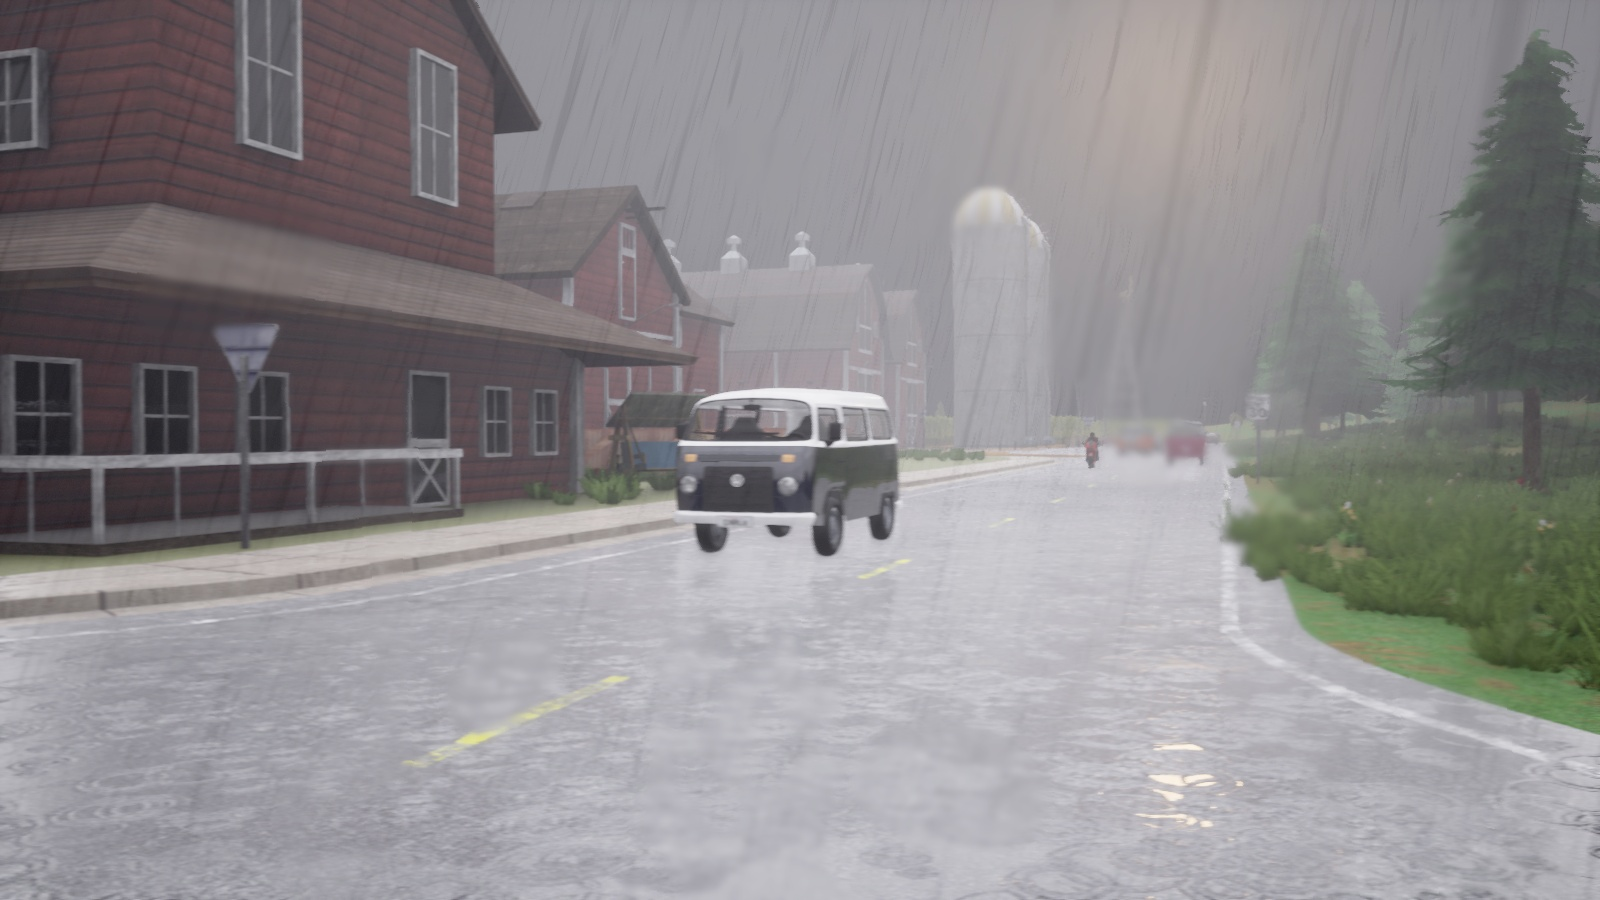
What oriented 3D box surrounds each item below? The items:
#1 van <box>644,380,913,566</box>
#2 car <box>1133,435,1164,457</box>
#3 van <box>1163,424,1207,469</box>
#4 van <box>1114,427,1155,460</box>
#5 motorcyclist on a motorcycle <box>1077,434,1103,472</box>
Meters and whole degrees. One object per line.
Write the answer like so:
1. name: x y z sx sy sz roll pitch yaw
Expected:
1. van: -0.083 0.217 16.221 2.069 2.038 4.480 1 1 19
2. car: 24.966 -0.281 89.804 1.837 1.490 4.892 1 1 19
3. van: 17.656 -0.170 57.463 1.775 1.987 4.442 1 1 19
4. van: 21.071 -0.422 79.085 1.775 1.987 4.442 1 1 24
5. motorcyclist on a motorcycle: 11.860 0.104 51.307 0.797 1.523 2.044 1 1 19
